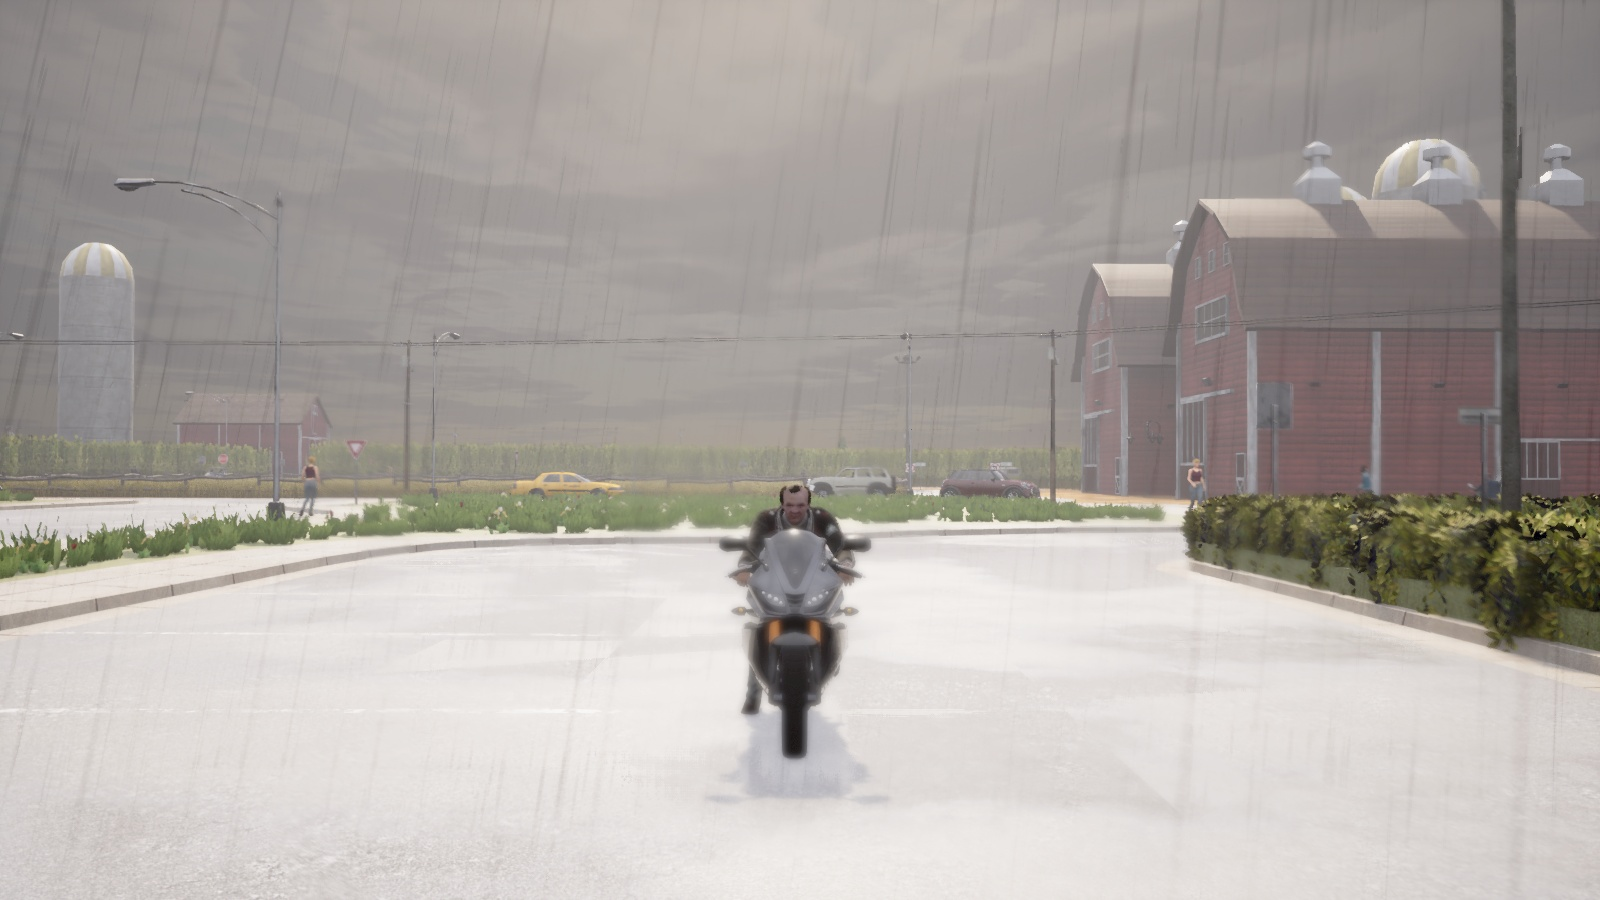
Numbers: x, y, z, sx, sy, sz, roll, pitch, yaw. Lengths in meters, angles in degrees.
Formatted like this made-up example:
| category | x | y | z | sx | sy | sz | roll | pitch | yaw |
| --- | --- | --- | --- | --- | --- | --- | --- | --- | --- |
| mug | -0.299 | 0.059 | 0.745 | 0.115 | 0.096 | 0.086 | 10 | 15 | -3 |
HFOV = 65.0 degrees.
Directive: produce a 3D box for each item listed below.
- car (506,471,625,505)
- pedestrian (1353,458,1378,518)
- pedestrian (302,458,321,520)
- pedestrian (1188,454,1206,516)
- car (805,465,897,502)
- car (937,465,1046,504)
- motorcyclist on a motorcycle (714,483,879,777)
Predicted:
| category | x | y | z | sx | sy | sz | roll | pitch | yaw |
| --- | --- | --- | --- | --- | --- | --- | --- | --- | --- |
| car | -11.235 | 1.810 | 60.382 | 5.366 | 1.575 | 1.801 | 0 | -1 | 0 |
| pedestrian | 18.345 | 1.214 | 40.747 | 0.692 | 1.930 | 0.396 | -1 | -1 | 26 |
| pedestrian | -14.510 | 1.153 | 37.310 | 0.345 | 1.836 | 0.594 | 0 | -1 | -1 |
| pedestrian | 11.846 | 1.051 | 37.496 | 0.345 | 1.836 | 0.594 | 0 | -1 | 0 |
| car | 2.551 | 1.691 | 64.040 | 4.605 | 1.855 | 1.932 | 0 | -1 | 1 |
| car | 8.877 | 1.589 | 58.289 | 4.553 | 1.767 | 2.097 | -1 | -1 | 26 |
| motorcyclist on a motorcycle | -0.023 | 0.979 | 7.742 | 0.866 | 1.530 | 2.191 | 0 | -1 | 0 |
